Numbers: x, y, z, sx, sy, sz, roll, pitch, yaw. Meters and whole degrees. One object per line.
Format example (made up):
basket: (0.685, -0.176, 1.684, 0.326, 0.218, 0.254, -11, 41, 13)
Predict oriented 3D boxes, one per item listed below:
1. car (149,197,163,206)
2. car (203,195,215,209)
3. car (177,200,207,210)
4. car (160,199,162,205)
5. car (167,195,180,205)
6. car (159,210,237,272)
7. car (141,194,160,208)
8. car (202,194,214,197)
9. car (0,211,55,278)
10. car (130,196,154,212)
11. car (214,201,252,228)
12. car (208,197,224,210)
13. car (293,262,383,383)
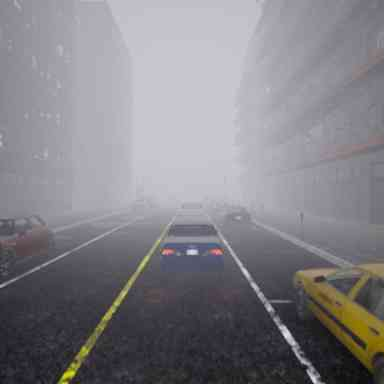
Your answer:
car: (-5.889, 1.496, 54.374, 1.802, 1.307, 4.206, 1, 0, 0)
car: (2.775, 1.482, 43.217, 2.008, 1.369, 4.403, 1, 0, 0)
car: (-0.001, 1.556, 27.225, 1.895, 1.301, 4.718, 0, 0, 1)
car: (-5.880, 1.488, 48.806, 1.947, 1.339, 4.313, 1, 0, 0)
car: (-3.127, 1.262, 56.746, 2.097, 1.767, 4.553, 0, 0, 0)
car: (0.007, 1.530, 10.703, 2.033, 1.411, 5.357, 0, 0, 0)
car: (-5.869, 1.245, 43.237, 2.192, 1.841, 5.009, 1, 0, 0)
car: (2.762, 1.229, 54.352, 2.192, 1.841, 5.009, 1, 0, 0)
car: (-5.712, 1.423, 9.829, 1.967, 1.590, 4.097, 1, 0, 0)
car: (-5.864, 1.489, 37.670, 2.008, 1.369, 4.403, 1, 0, 0)
car: (2.740, 1.530, 21.586, 1.947, 1.339, 4.313, 1, 0, 0)
car: (2.791, 1.473, 32.251, 1.752, 1.417, 4.829, 1, 0, 0)
car: (2.703, 1.518, 4.411, 1.752, 1.417, 4.829, 1, 0, 0)
